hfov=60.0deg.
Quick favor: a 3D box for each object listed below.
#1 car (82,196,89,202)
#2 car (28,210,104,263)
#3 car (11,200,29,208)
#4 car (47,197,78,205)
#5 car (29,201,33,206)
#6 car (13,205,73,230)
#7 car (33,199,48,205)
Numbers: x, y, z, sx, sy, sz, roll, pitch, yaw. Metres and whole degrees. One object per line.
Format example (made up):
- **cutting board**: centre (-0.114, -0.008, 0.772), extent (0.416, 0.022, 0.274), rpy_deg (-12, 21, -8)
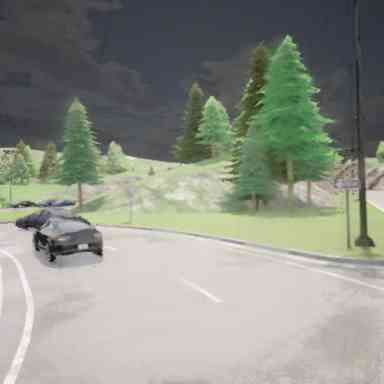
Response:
- **car**: centre (-27.289, 1.801, 81.186), extent (2.097, 1.767, 4.553), rpy_deg (-2, 0, 25)
- **car**: centre (-4.816, 1.657, 12.758), extent (1.812, 1.442, 4.674), rpy_deg (-2, 0, -34)
- **car**: centre (-33.844, 2.468, 66.879), extent (1.837, 1.490, 4.892), rpy_deg (-2, 0, 25)
- **car**: centre (-24.230, 2.190, 62.670), extent (1.812, 1.442, 4.674), rpy_deg (-2, 0, 25)
- **car**: centre (-29.638, 2.370, 67.653), extent (2.033, 1.411, 5.357), rpy_deg (-2, 0, 25)
- **car**: centre (-9.464, 1.811, 22.081), extent (5.357, 1.411, 2.033), rpy_deg (-2, 0, 33)
- **car**: centre (-27.479, 2.123, 63.983), extent (2.097, 1.767, 4.553), rpy_deg (-2, 0, 25)
